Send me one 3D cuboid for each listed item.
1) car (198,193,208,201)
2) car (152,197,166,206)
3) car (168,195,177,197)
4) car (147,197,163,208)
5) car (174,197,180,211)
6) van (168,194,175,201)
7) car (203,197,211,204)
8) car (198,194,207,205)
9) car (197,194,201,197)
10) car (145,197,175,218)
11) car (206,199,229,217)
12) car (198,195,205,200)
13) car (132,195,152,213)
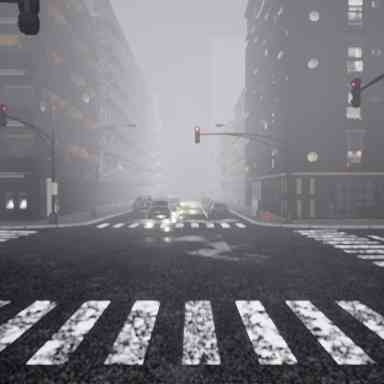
[{"bbox_3d":[2.574,1.309,81.342,2.192,1.841,5.009,-1,0,0],"label":"car"},{"bbox_3d":[-5.310,1.582,53.701,1.802,1.307,4.206,-1,0,0],"label":"car"},{"bbox_3d":[-2.760,1.548,50.973,2.033,1.411,5.357,0,0,1],"label":"car"},{"bbox_3d":[-5.313,1.526,47.993,1.752,1.417,4.829,-1,0,0],"label":"car"},{"bbox_3d":[-2.827,1.602,40.322,1.895,1.301,4.718,0,0,0],"label":"car"},{"bbox_3d":[-5.304,1.334,86.924,1.690,1.788,3.998,-1,0,0],"label":"van"},{"bbox_3d":[2.565,1.552,37.028,2.008,1.369,4.403,-1,0,0],"label":"car"},{"bbox_3d":[2.571,1.544,59.185,1.887,1.381,4.507,-1,0,0],"label":"car"},{"bbox_3d":[2.576,1.578,75.802,1.802,1.307,4.206,-1,0,0],"label":"car"},{"bbox_3d":[-2.834,1.507,30.222,1.837,1.490,4.892,0,0,0],"label":"car"},{"bbox_3d":[2.564,1.583,31.489,1.802,1.307,4.206,-1,0,0],"label":"car"},{"bbox_3d":[2.581,1.572,92.420,1.802,1.307,4.206,-1,0,0],"label":"car"},{"bbox_3d":[-5.318,1.316,37.089,2.192,1.841,5.009,-1,0,0],"label":"car"}]
